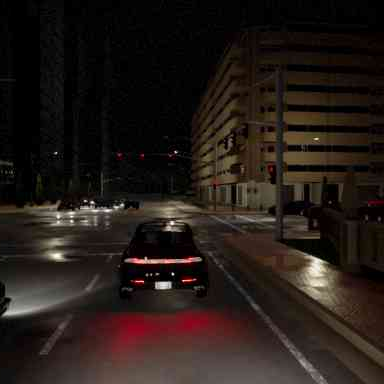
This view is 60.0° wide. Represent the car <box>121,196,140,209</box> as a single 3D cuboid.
[{"bbox_3d":[-8.058,1.601,44.791,1.895,1.301,4.718,0,0,-7],"label":"car"}]

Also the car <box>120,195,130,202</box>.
[{"bbox_3d":[-14.913,1.493,74.083,1.837,1.490,4.892,0,0,-6],"label":"car"}]

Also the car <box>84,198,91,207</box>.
[{"bbox_3d":[-15.896,1.547,49.949,2.033,1.411,5.357,0,0,-6],"label":"car"}]

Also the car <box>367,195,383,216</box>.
[{"bbox_3d":[19.554,1.277,32.527,5.566,2.045,2.150,0,0,-6],"label":"car"}]

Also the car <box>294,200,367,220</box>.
[{"bbox_3d":[11.627,1.547,28.096,4.902,1.511,2.128,0,0,-6],"label":"car"}]

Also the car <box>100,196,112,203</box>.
[{"bbox_3d":[-17.951,1.552,69.655,1.994,1.385,4.181,0,0,-6],"label":"car"}]

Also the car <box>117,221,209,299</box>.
[{"bbox_3d":[-0.711,1.492,8.491,2.128,1.511,4.902,0,0,-4],"label":"car"}]

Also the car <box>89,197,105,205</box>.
[{"bbox_3d":[-16.921,1.601,59.609,1.895,1.301,4.718,0,0,-6],"label":"car"}]

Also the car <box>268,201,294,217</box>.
[{"bbox_3d":[9.696,1.533,31.399,5.008,1.535,1.882,0,0,-7],"label":"car"}]

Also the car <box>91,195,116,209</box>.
[{"bbox_3d":[-11.802,1.526,44.790,1.812,1.442,4.674,0,0,-5],"label":"car"}]

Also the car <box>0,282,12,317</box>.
[{"bbox_3d":[-3.775,1.547,3.047,2.033,1.411,5.357,0,0,-4],"label":"car"}]

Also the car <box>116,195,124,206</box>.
[{"bbox_3d":[-12.787,1.352,53.785,2.097,1.767,4.553,0,0,-6],"label":"car"}]

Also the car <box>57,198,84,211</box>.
[{"bbox_3d":[-14.859,1.526,40.415,1.812,1.442,4.674,0,0,-6],"label":"car"}]
